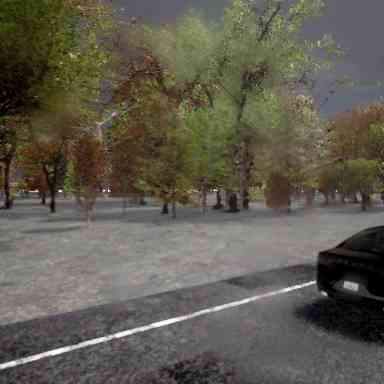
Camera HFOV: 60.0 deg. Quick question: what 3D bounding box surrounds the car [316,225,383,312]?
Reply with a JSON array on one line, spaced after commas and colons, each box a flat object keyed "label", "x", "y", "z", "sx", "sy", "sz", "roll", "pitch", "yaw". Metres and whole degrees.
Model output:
[{"label": "car", "x": 4.732, "y": 1.445, "z": 7.123, "sx": 5.008, "sy": 1.535, "sz": 1.882, "roll": 0, "pitch": 0, "yaw": -35}]
